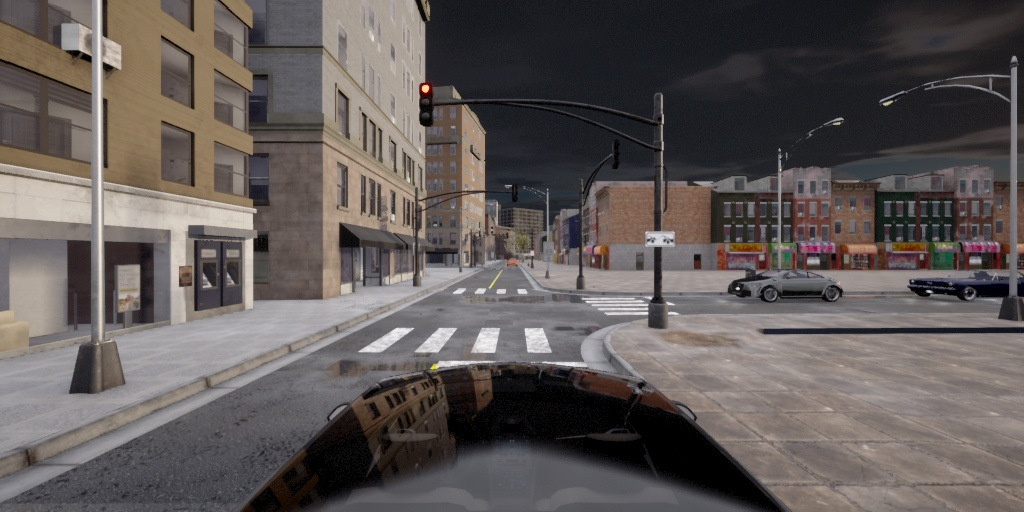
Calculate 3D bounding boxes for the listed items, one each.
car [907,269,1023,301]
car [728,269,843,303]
[{"bbox_3d":[20.822,1.265,16.007,4.718,1.301,1.895,0,0,0],"label":"car"},{"bbox_3d":[12.036,1.261,15.957,4.181,1.385,1.994,0,0,0],"label":"car"}]
